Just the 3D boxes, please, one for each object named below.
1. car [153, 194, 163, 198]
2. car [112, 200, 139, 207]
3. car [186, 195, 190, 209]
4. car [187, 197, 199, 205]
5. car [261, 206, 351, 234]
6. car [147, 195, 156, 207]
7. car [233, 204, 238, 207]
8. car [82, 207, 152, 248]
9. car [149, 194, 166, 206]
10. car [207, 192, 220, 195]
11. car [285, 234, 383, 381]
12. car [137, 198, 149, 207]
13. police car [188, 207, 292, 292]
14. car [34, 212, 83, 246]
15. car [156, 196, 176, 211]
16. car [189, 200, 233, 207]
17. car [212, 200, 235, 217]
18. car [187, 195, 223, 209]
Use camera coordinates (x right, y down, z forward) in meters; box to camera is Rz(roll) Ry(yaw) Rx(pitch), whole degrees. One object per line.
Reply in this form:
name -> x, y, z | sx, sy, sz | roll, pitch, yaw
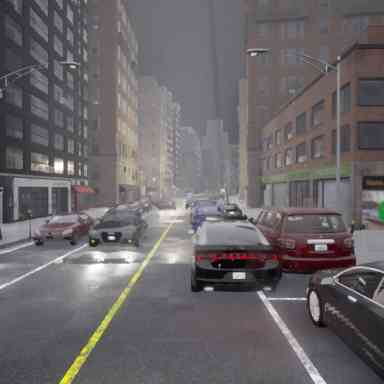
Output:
car -> -5.560, 1.288, 48.326 | 2.192, 1.841, 5.009 | -1, 0, 0
car -> -5.611, 1.574, 26.295 | 1.802, 1.307, 4.206 | -1, 0, 0
car -> 0.136, 1.540, 44.864 | 1.994, 1.385, 4.181 | 0, 0, 0
car -> 0.140, 1.563, 57.022 | 1.895, 1.301, 4.718 | 0, 0, 0
car -> 2.872, 1.313, 9.768 | 2.192, 1.841, 5.009 | -1, 0, 0
car -> -5.585, 1.424, 37.310 | 1.967, 1.590, 4.097 | -1, 0, 0
car -> 2.914, 1.558, 26.287 | 1.947, 1.339, 4.313 | -1, 0, 0
car -> -3.065, 1.561, 14.649 | 1.994, 1.385, 4.181 | 0, 0, 0
car -> -5.546, 1.281, 53.834 | 2.192, 1.841, 5.009 | -1, 0, 0
car -> 5.974, 1.452, 92.640 | 1.947, 1.339, 4.313 | 0, 0, 9
car -> 2.861, 1.550, 4.262 | 2.008, 1.369, 4.403 | -1, 0, 0
car -> -5.597, 1.570, 31.803 | 1.802, 1.307, 4.206 | -1, 0, 0
police car -> 0.922, 1.423, 9.056 | 1.930, 1.638, 5.238 | 0, 0, 0
car -> -5.637, 1.579, 15.280 | 1.802, 1.307, 4.206 | -1, 0, 0
car -> -2.904, 1.545, 39.894 | 1.994, 1.385, 4.181 | 0, 0, 0
car -> 0.946, 1.473, 18.947 | 1.882, 1.535, 5.008 | 0, 0, 0
car -> 2.928, 1.513, 31.963 | 1.752, 1.417, 4.829 | -1, 0, 0
car -> 0.900, 1.344, 24.917 | 2.097, 1.767, 4.553 | 0, 0, 0
